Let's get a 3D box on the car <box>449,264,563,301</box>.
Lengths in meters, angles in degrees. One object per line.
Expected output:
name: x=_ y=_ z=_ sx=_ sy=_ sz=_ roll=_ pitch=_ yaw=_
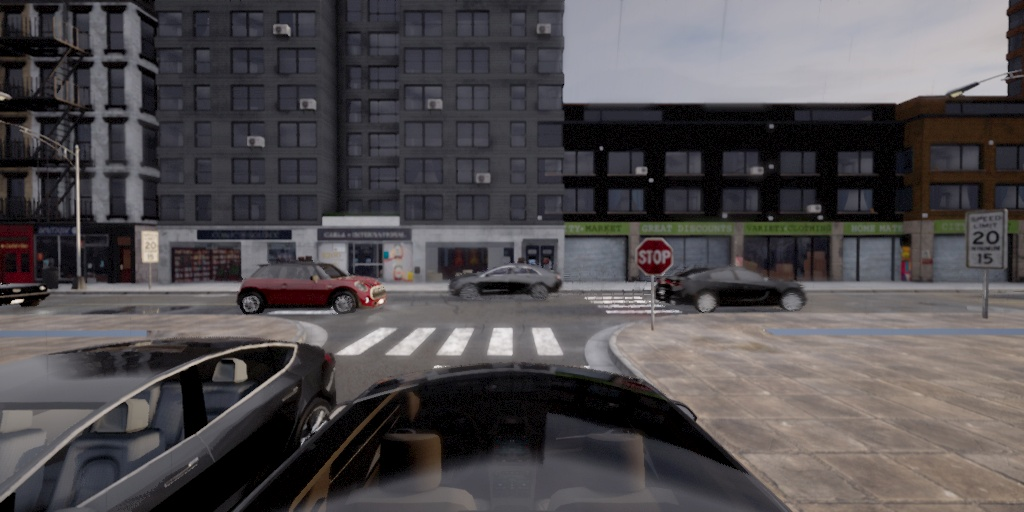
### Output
car: x=-0.254 y=1.092 z=15.549 sx=4.902 sy=1.511 sz=2.128 roll=0 pitch=1 yaw=0

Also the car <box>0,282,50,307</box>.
car: x=-19.618 y=1.292 z=12.627 sx=4.718 sy=1.301 sz=1.895 roll=0 pitch=1 yaw=0

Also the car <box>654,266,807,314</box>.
car: x=7.642 y=1.097 z=12.669 sx=5.008 sy=1.535 sz=1.882 roll=0 pitch=0 yaw=-5

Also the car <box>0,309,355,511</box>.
car: x=-2.640 y=1.313 z=2.009 sx=1.948 sy=1.339 sz=4.313 roll=0 pitch=0 yaw=0

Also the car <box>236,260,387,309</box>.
car: x=-6.844 y=1.006 z=12.606 sx=4.553 sy=1.767 sz=2.097 roll=0 pitch=1 yaw=0
